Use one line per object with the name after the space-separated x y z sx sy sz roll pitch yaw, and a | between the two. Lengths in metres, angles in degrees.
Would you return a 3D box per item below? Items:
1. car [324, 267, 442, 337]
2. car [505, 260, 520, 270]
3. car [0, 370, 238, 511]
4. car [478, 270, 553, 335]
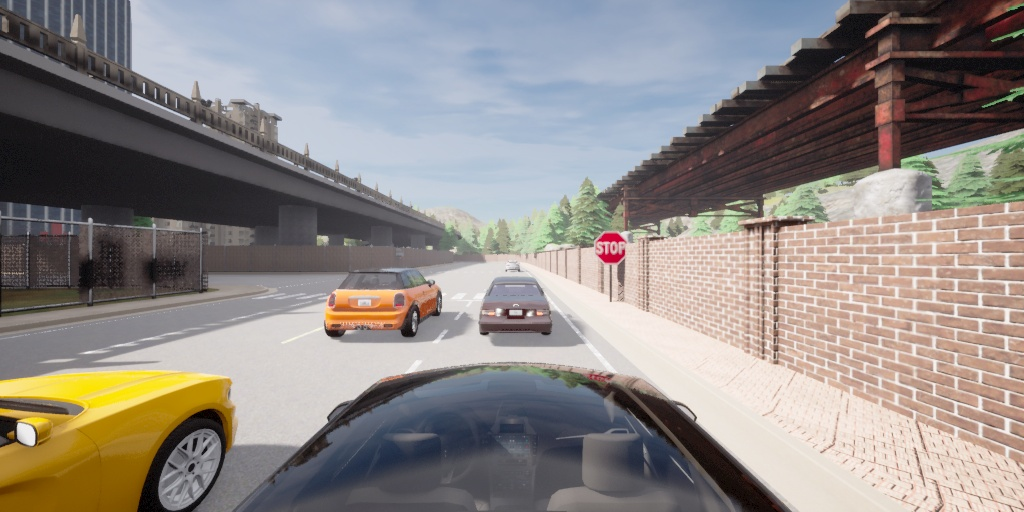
-3.419 1.102 10.433 2.097 1.767 4.553 0 0 0 | car
0.085 1.276 46.320 1.812 1.442 4.674 0 0 -1 | car
-3.398 1.228 1.175 1.882 1.535 5.008 0 0 0 | car
0.082 1.297 10.454 2.033 1.411 5.357 0 0 0 | car
